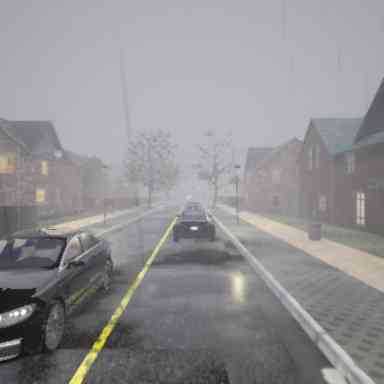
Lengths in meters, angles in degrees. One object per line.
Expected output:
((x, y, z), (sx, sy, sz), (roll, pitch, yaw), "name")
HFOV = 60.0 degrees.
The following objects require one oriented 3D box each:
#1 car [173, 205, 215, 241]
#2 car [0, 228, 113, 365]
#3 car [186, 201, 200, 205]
((0.097, 1.590, 16.841), (1.994, 1.385, 4.181), (0, 0, 0), "car")
((-2.824, 1.497, 6.179), (2.128, 1.511, 4.902), (0, 0, 0), "car")
((0.096, 1.640, 34.669), (2.033, 1.411, 5.357), (0, 0, 0), "car")
